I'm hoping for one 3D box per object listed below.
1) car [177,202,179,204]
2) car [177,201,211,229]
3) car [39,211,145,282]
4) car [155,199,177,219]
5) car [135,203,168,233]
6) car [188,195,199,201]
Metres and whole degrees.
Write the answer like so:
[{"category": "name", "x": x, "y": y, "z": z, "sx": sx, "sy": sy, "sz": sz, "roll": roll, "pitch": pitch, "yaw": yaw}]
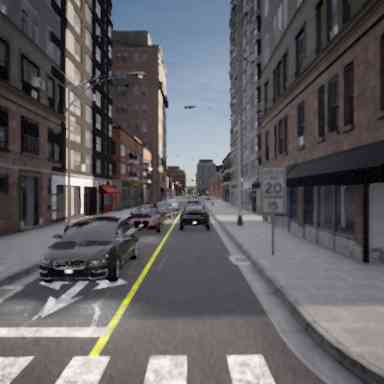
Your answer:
[{"category": "car", "x": -2.636, "y": 1.631, "z": 41.108, "sx": 1.812, "sy": 1.442, "sz": 4.674, "roll": 0, "pitch": 0, "yaw": 1}, {"category": "car", "x": 0.174, "y": 1.554, "z": 21.996, "sx": 1.837, "sy": 1.490, "sz": 4.892, "roll": 0, "pitch": 0, "yaw": 0}, {"category": "car", "x": -2.783, "y": 1.543, "z": 9.941, "sx": 1.837, "sy": 1.490, "sz": 4.892, "roll": 0, "pitch": 0, "yaw": 0}, {"category": "car", "x": -2.680, "y": 1.583, "z": 30.438, "sx": 1.837, "sy": 1.490, "sz": 4.892, "roll": 0, "pitch": 0, "yaw": 1}, {"category": "car", "x": -2.733, "y": 1.620, "z": 20.027, "sx": 1.994, "sy": 1.385, "sz": 4.181, "roll": 0, "pitch": 0, "yaw": 0}, {"category": "car", "x": 0.263, "y": 1.618, "z": 46.409, "sx": 1.837, "sy": 1.490, "sz": 4.892, "roll": 0, "pitch": 0, "yaw": 1}]
